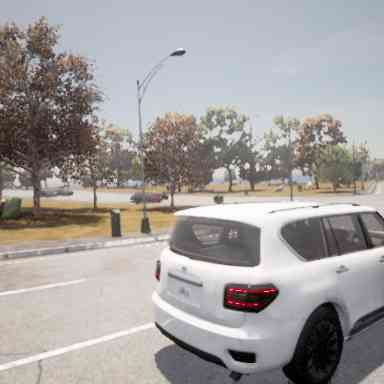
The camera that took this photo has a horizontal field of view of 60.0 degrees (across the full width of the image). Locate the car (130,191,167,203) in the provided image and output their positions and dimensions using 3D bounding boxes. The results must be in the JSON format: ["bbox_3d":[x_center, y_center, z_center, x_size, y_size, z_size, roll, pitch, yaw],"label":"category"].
[{"bbox_3d":[-5.972,0.668,43.381,4.674,1.442,1.812,1,4,33],"label":"car"}]

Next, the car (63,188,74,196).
[{"bbox_3d":[-22.680,-0.036,58.413,4.181,1.385,1.994,2,4,33],"label":"car"}]

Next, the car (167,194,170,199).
[{"bbox_3d":[-5.497,0.531,47.238,4.718,1.301,1.895,1,4,33],"label":"car"}]

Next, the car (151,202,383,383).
[{"bbox_3d":[2.010,1.170,5.497,5.566,2.045,2.150,-1,1,-38],"label":"car"}]

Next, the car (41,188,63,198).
[{"bbox_3d":[-24.269,0.084,55.271,4.902,1.511,2.128,2,4,33],"label":"car"}]
